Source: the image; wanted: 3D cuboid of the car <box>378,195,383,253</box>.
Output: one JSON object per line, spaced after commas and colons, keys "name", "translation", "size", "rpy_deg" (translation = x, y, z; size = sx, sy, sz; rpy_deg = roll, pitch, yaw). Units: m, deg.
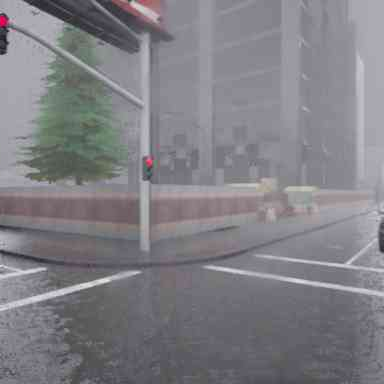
{"name": "car", "translation": [8.902, 1.221, 13.207], "size": [2.150, 2.045, 5.566], "rpy_deg": [0, 0, 36]}
